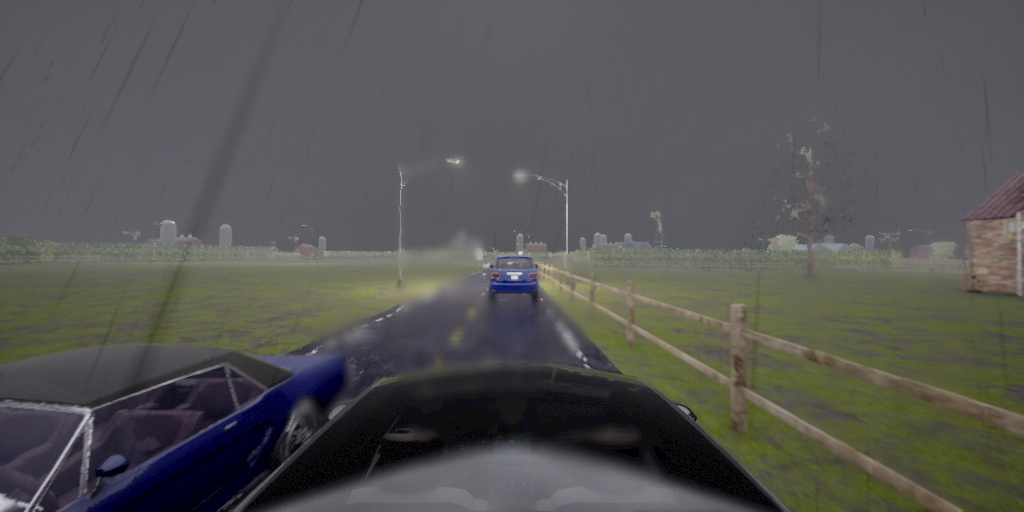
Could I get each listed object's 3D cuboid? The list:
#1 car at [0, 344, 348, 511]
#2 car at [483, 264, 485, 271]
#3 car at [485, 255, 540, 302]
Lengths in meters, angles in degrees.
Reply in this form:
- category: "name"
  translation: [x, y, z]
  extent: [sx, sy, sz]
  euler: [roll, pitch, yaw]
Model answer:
- category: "car"
  translation: [-2.851, 1.351, 1.975]
  extent: [1.895, 1.301, 4.718]
  euler: [0, 0, 0]
- category: "car"
  translation: [-2.804, 1.323, 47.297]
  extent: [1.895, 1.301, 4.718]
  euler: [0, 0, 0]
- category: "car"
  translation: [0.106, 0.968, 17.224]
  extent: [2.150, 2.045, 5.566]
  euler: [0, 0, 0]
